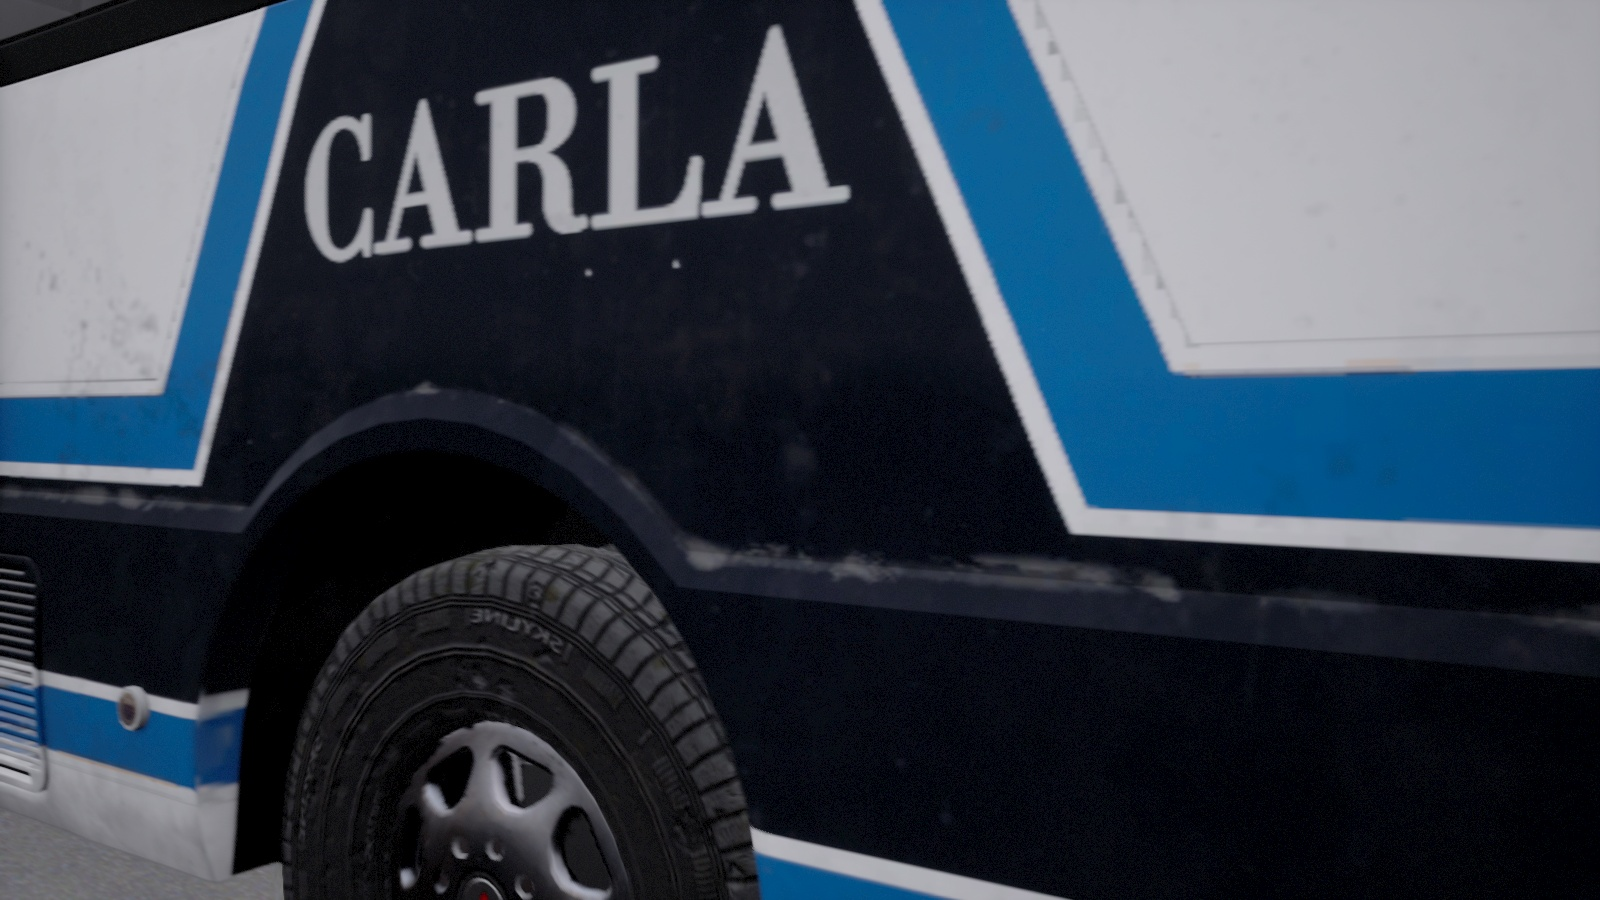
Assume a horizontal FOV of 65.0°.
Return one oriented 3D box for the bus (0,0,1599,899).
[{"bbox_3d":[-1.941,-0.694,4.886,10.273,4.253,3.944,0,1,34],"label":"bus"}]
